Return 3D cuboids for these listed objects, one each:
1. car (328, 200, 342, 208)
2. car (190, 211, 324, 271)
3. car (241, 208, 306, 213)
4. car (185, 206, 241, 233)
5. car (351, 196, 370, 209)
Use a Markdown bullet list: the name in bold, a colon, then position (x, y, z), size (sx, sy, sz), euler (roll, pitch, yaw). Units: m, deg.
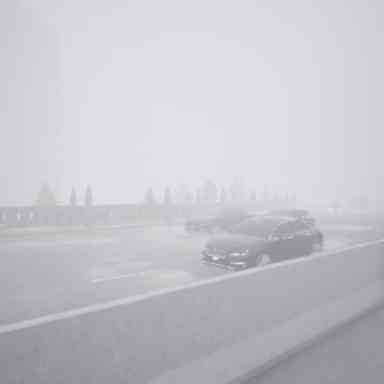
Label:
- **car**: position (23.531, 1.973, 54.704), size (1.895, 1.301, 4.718), euler (0, 0, 19)
- **car**: position (2.455, 1.577, 10.723), size (4.892, 1.490, 1.837), euler (0, 0, -41)
- **car**: position (4.984, 1.625, 17.892), size (1.837, 1.490, 4.892), euler (0, 0, 44)
- **car**: position (1.733, 1.605, 19.561), size (1.882, 1.535, 5.008), euler (0, 0, 45)
- **car**: position (26.549, 1.585, 52.694), size (2.150, 2.045, 5.566), euler (0, 0, 19)
